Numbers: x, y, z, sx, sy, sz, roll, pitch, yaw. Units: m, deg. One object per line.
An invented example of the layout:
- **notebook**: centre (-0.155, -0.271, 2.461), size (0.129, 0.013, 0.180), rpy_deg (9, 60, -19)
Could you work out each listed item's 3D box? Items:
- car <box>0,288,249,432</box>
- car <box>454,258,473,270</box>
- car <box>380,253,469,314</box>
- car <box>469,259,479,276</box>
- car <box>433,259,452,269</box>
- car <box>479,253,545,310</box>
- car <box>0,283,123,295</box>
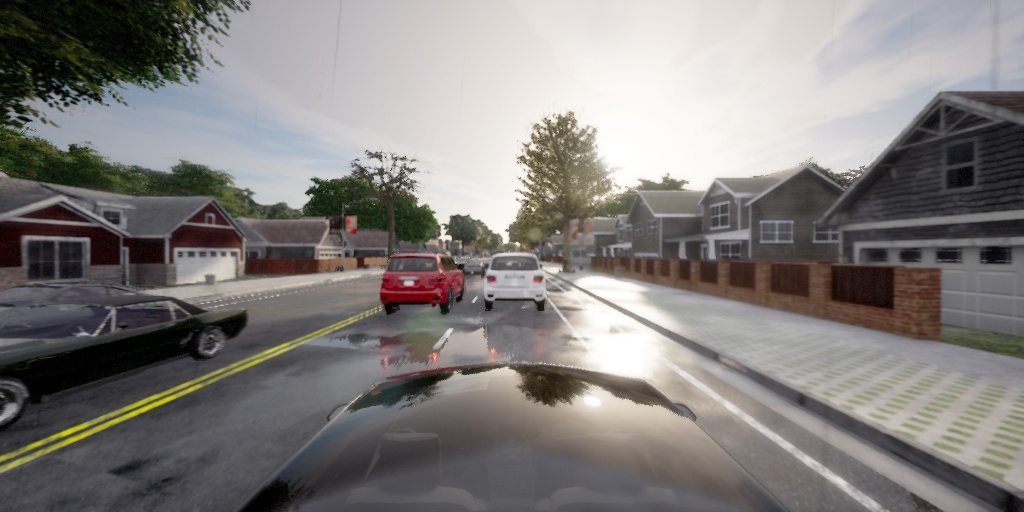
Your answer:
- **car**: centre (-6.603, 1.333, 5.470), size (1.895, 1.301, 4.718), rpy_deg (0, 0, 0)
- **car**: centre (-6.603, 1.040, 49.062), size (1.837, 1.490, 4.892), rpy_deg (0, 0, 0)
- **car**: centre (-3.156, 0.913, 13.660), size (2.150, 2.045, 5.566), rpy_deg (0, 0, 0)
- **car**: centre (-3.165, 1.099, 31.114), size (2.128, 1.511, 4.902), rpy_deg (0, 0, 0)
- **car**: centre (-9.847, 1.092, 51.117), size (1.994, 1.385, 4.181), rpy_deg (0, 0, 0)
- **car**: centre (0.093, 0.909, 14.433), size (2.150, 2.045, 5.566), rpy_deg (0, 0, 0)
- **car**: centre (-9.852, 1.286, 7.577), size (1.994, 1.385, 4.181), rpy_deg (0, 0, 0)
